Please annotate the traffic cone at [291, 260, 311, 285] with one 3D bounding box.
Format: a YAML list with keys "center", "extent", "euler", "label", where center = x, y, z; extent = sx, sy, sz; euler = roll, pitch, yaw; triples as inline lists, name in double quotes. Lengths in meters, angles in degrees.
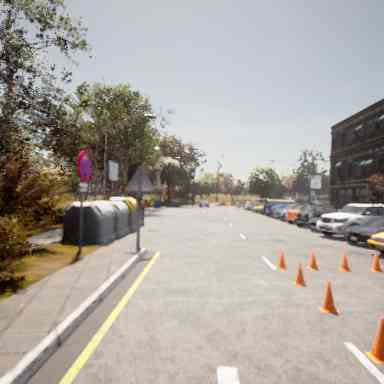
- center: [2.828, 2.111, 8.728]
  extent: [0.340, 0.580, 0.340]
  euler: [2, -1, 2]
  label: "traffic cone"

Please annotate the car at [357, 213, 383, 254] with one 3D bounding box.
- center: [9.839, 1.885, 13.733]
  extent: [5.366, 1.575, 1.946]
  euler: [3, 0, -18]
  label: "car"

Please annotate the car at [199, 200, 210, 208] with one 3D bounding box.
- center: [2.289, 2.185, 61.436]
  extent: [2.128, 1.511, 4.902]
  euler: [2, -1, 3]
  label: "car"

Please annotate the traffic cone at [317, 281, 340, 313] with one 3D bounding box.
- center: [2.763, 2.092, 6.729]
  extent: [0.340, 0.580, 0.340]
  euler: [2, 0, 2]
  label: "traffic cone"

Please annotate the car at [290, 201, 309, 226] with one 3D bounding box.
- center: [10.406, 1.899, 25.794]
  extent: [4.553, 1.767, 2.185]
  euler: [3, -1, -18]
  label: "car"

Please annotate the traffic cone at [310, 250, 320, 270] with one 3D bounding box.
- center: [3.892, 2.160, 10.694]
  extent: [0.340, 0.580, 0.340]
  euler: [2, -1, 2]
  label: "traffic cone"

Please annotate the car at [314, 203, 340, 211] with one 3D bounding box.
- center: [27.716, 3.040, 68.418]
  extent: [2.163, 1.488, 4.792]
  euler: [1, 0, -20]
  label: "car"

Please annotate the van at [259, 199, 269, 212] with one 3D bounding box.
- center: [11.058, 1.983, 40.848]
  extent: [4.442, 1.987, 1.878]
  euler: [3, -1, -18]
  label: "van"

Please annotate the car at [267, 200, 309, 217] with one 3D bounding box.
- center: [10.779, 2.007, 34.805]
  extent: [4.553, 1.767, 2.185]
  euler: [3, 0, -18]
  label: "car"

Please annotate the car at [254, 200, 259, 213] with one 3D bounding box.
- center: [11.039, 2.279, 43.804]
  extent: [4.674, 1.452, 2.002]
  euler: [3, 0, -18]
  label: "car"

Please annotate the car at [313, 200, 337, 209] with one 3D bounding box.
- center: [34.030, 3.138, 85.289]
  extent: [2.435, 2.045, 5.566]
  euler: [3, -2, -20]
  label: "car"

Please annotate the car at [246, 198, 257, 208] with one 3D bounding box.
- center: [11.343, 2.097, 52.837]
  extent: [5.566, 2.045, 2.435]
  euler: [3, -1, -18]
  label: "car"

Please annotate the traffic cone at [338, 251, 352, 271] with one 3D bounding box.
- center: [4.891, 2.189, 10.661]
  extent: [0.340, 0.580, 0.340]
  euler: [2, -1, 2]
  label: "traffic cone"

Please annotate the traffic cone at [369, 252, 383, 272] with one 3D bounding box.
- center: [5.890, 2.218, 10.628]
  extent: [0.340, 0.580, 0.340]
  euler: [2, -1, 2]
  label: "traffic cone"

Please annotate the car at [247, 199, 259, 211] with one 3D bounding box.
- center: [10.952, 2.264, 46.750]
  extent: [5.366, 1.575, 1.946]
  euler: [3, 0, -18]
  label: "car"

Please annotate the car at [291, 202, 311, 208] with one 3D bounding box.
- center: [27.941, 3.239, 85.364]
  extent: [2.163, 1.488, 4.792]
  euler: [2, -1, -19]
  label: "car"

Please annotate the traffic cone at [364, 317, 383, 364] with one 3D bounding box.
- center: [2.698, 2.074, 4.730]
  extent: [0.340, 0.580, 0.340]
  euler: [2, 0, 2]
  label: "traffic cone"

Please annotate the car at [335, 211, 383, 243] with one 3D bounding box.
- center: [10.090, 1.956, 16.783]
  extent: [4.792, 1.488, 2.163]
  euler: [3, 0, -18]
  label: "car"

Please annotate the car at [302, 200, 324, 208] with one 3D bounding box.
- center: [30.972, 3.048, 85.351]
  extent: [2.435, 2.045, 5.566]
  euler: [2, -1, -20]
  label: "car"

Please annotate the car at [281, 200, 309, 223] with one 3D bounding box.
- center: [10.509, 1.933, 28.794]
  extent: [4.553, 1.767, 2.185]
  euler: [3, -1, -18]
  label: "car"

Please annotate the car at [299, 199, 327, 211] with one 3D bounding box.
- center: [24.808, 2.673, 68.400]
  extent: [2.435, 2.045, 5.566]
  euler: [2, 0, -19]
  label: "car"

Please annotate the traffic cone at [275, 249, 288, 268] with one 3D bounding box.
- center: [2.893, 2.131, 10.727]
  extent: [0.340, 0.580, 0.340]
  euler: [2, -1, 2]
  label: "traffic cone"

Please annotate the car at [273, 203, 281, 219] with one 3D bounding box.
- center: [10.639, 2.136, 31.798]
  extent: [4.674, 1.452, 2.002]
  euler: [3, 0, -18]
  label: "car"

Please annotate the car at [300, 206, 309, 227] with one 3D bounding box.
- center: [10.302, 2.021, 22.781]
  extent: [4.792, 1.488, 2.163]
  euler: [3, 0, -18]
  label: "car"

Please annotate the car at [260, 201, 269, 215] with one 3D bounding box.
- center: [10.833, 2.167, 37.806]
  extent: [5.008, 1.535, 2.097]
  euler: [3, -1, -18]
  label: "car"

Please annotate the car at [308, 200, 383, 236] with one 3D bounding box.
- center: [10.209, 1.707, 19.785]
  extent: [5.566, 2.045, 2.435]
  euler: [3, 0, -18]
  label: "car"
